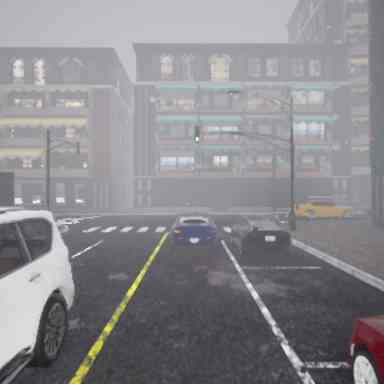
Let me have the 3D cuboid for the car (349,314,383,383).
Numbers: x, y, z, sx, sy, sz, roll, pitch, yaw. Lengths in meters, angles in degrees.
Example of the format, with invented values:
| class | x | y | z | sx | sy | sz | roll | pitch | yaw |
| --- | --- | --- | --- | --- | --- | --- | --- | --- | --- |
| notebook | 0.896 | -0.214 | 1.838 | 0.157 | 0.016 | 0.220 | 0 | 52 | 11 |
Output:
| class | x | y | z | sx | sy | sz | roll | pitch | yaw |
| --- | --- | --- | --- | --- | --- | --- | --- | --- | --- |
| car | 2.574 | 1.545 | 1.892 | 1.887 | 1.381 | 4.507 | 1 | 0 | 0 |

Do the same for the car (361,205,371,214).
| class | x | y | z | sx | sy | sz | roll | pitch | yaw |
| --- | --- | --- | --- | --- | --- | --- | --- | --- | --- |
| car | 18.726 | 1.518 | 32.622 | 4.206 | 1.307 | 1.802 | 0 | 0 | 0 |

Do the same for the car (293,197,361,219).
| class | x | y | z | sx | sy | sz | roll | pitch | yaw |
| --- | --- | --- | --- | --- | --- | --- | --- | --- | --- |
| car | 10.681 | 1.400 | 27.247 | 5.008 | 1.535 | 1.882 | 0 | -1 | -3 |

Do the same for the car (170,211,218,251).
| class | x | y | z | sx | sy | sz | roll | pitch | yaw |
| --- | --- | --- | --- | --- | --- | --- | --- | --- | --- |
| car | 0.090 | 1.533 | 14.027 | 1.812 | 1.442 | 4.674 | 0 | 0 | 0 |

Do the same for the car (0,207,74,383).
| class | x | y | z | sx | sy | sz | roll | pitch | yaw |
| --- | --- | --- | --- | --- | --- | --- | --- | --- | --- |
| car | -2.844 | 1.222 | 2.828 | 2.150 | 2.045 | 5.566 | 0 | 0 | 0 |

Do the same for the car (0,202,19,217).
| class | x | y | z | sx | sy | sz | roll | pitch | yaw |
| --- | --- | --- | --- | --- | --- | --- | --- | --- | --- |
| car | -19.699 | 1.730 | 32.549 | 4.403 | 1.369 | 2.008 | 0 | 0 | 0 |

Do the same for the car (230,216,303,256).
| class | x | y | z | sx | sy | sz | roll | pitch | yaw |
| --- | --- | --- | --- | --- | --- | --- | --- | --- | --- |
| car | 2.574 | 1.573 | 13.019 | 1.947 | 1.339 | 4.313 | 1 | 0 | 0 |
